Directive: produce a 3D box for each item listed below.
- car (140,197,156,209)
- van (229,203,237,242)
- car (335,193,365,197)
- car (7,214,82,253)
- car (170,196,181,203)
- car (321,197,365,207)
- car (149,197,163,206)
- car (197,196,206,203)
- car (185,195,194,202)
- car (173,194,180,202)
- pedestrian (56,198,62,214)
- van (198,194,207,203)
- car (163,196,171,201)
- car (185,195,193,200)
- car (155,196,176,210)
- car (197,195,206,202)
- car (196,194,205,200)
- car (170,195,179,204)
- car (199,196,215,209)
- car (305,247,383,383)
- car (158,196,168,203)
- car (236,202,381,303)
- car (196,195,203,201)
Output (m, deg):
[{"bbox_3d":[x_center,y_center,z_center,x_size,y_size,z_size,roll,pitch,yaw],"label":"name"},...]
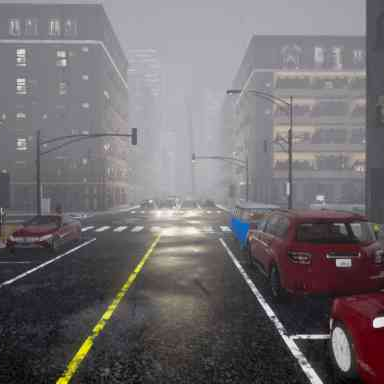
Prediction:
[{"bbox_3d":[-6.080,1.570,46.032,1.947,1.339,4.313,0,0,0],"label":"car"},{"bbox_3d":[2.572,1.340,13.697,1.690,1.788,3.998,0,0,0],"label":"van"},{"bbox_3d":[15.484,1.032,33.340,5.009,1.841,2.192,-1,1,-1],"label":"car"},{"bbox_3d":[-5.807,1.581,13.628,1.802,1.307,4.206,0,0,0],"label":"car"},{"bbox_3d":[-3.614,1.561,73.648,2.033,1.411,5.357,0,0,0],"label":"car"},{"bbox_3d":[13.374,1.369,30.728,4.718,1.301,1.895,-1,0,-1],"label":"car"},{"bbox_3d":[-6.172,1.576,57.079,1.947,1.339,4.313,0,0,0],"label":"car"},{"bbox_3d":[2.069,1.587,73.707,1.947,1.339,4.313,0,0,0],"label":"car"},{"bbox_3d":[-0.631,1.539,75.523,1.812,1.442,4.674,0,0,0],"label":"car"},{"bbox_3d":[-3.581,1.366,63.111,2.097,1.767,4.553,0,0,0],"label":"car"},{"bbox_3d":[-7.513,1.248,18.838,0.375,1.860,0.375,0,0,0],"label":"pedestrian"},{"bbox_3d":[2.114,1.358,68.184,1.690,1.788,3.998,0,0,0],"label":"van"},{"bbox_3d":[-6.405,1.611,84.695,1.802,1.307,4.206,0,0,0],"label":"car"},{"bbox_3d":[-0.714,1.458,85.558,1.895,1.301,4.718,0,0,0],"label":"car"},{"bbox_3d":[-3.448,1.604,43.972,1.895,1.301,4.718,0,0,-1],"label":"car"},{"bbox_3d":[2.255,1.573,51.614,1.947,1.339,4.313,0,0,0],"label":"car"},{"bbox_3d":[2.162,1.558,62.660,1.887,1.381,4.507,0,0,0],"label":"car"},{"bbox_3d":[-3.537,1.572,53.061,1.994,1.385,4.181,0,0,-1],"label":"car"},{"bbox_3d":[2.301,1.586,46.091,1.802,1.307,4.206,0,0,0],"label":"car"},{"bbox_3d":[2.667,1.544,2.642,1.887,1.381,4.507,0,0,0],"label":"car"},{"bbox_3d":[-6.312,1.566,73.649,1.887,1.381,4.507,0,0,0],"label":"car"},{"bbox_3d":[2.618,1.314,8.170,2.192,1.841,5.009,0,0,0],"label":"car"},{"bbox_3d":[1.927,1.560,90.446,1.752,1.417,4.829,0,0,0],"label":"car"}]
